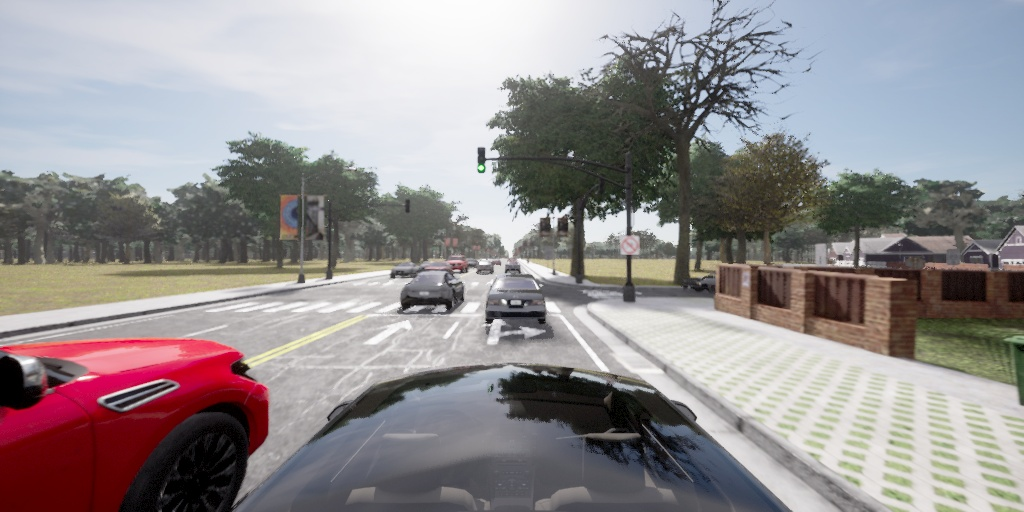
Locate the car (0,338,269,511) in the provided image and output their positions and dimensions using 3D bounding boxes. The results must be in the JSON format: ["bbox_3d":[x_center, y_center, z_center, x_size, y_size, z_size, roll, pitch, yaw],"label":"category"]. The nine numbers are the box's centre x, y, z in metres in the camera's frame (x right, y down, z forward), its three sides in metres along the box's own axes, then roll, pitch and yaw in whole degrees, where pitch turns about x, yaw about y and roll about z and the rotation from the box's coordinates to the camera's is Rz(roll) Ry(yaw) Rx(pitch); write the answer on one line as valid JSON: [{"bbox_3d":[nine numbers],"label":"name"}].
[{"bbox_3d":[-3.156,0.968,0.678,2.150,2.045,5.566,0,-1,0],"label":"car"}]

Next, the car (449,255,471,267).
[{"bbox_3d":[-6.598,0.948,42.572,2.150,2.045,5.566,0,0,1],"label":"car"}]

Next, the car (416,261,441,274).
[{"bbox_3d":[-9.837,1.289,42.615,1.994,1.385,4.181,0,0,0],"label":"car"}]

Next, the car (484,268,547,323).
[{"bbox_3d":[0.103,1.291,12.105,2.033,1.411,5.357,0,0,0],"label":"car"}]

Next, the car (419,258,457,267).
[{"bbox_3d":[-6.591,1.210,32.475,1.882,1.535,5.008,0,0,0],"label":"car"}]

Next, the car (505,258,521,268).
[{"bbox_3d":[0.103,1.272,42.787,2.033,1.411,5.357,0,0,0],"label":"car"}]

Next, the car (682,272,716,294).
[{"bbox_3d":[13.066,1.497,21.241,5.357,1.411,2.033,1,-1,-3],"label":"car"}]

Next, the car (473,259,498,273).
[{"bbox_3d":[-3.149,1.272,43.132,2.033,1.411,5.357,0,0,0],"label":"car"}]

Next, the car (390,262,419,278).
[{"bbox_3d":[-9.836,1.296,33.528,1.994,1.385,4.181,0,0,1],"label":"car"}]

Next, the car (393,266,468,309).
[{"bbox_3d":[-3.150,1.306,14.875,1.994,1.385,4.181,0,0,0],"label":"car"}]

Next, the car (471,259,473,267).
[{"bbox_3d":[-6.547,1.212,57.502,1.837,1.490,4.892,0,1,0],"label":"car"}]
